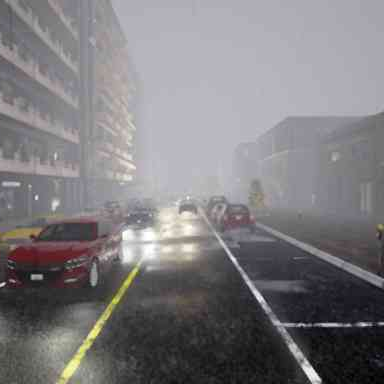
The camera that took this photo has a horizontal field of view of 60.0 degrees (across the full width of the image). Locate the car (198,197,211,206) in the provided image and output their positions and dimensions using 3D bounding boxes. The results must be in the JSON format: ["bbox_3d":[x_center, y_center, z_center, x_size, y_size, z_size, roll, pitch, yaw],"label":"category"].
[{"bbox_3d":[1.929,1.489,53.545,1.802,1.307,4.206,-1,0,-1],"label":"car"}]

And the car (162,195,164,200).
[{"bbox_3d":[-6.533,1.487,59.130,2.008,1.369,4.403,-1,0,-1],"label":"car"}]

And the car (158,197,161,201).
[{"bbox_3d":[-6.451,1.488,53.452,1.887,1.381,4.507,-1,0,-1],"label":"car"}]

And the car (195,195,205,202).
[{"bbox_3d":[1.680,1.411,70.745,1.752,1.417,4.829,-1,0,-1],"label":"car"}]

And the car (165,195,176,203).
[{"bbox_3d":[-3.982,1.373,69.370,1.882,1.535,5.008,0,0,-1],"label":"car"}]

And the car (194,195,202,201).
[{"bbox_3d":[1.518,1.417,81.929,1.887,1.381,4.507,-1,0,-1],"label":"car"}]

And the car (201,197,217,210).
[{"bbox_3d":[2.090,1.448,42.362,1.752,1.417,4.829,-1,0,-1],"label":"car"}]

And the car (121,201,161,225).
[{"bbox_3d":[-3.401,1.576,23.500,1.895,1.301,4.718,0,0,-1],"label":"car"}]

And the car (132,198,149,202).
[{"bbox_3d":[-6.213,1.407,36.421,1.967,1.590,4.097,-1,0,-1],"label":"car"}]

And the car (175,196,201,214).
[{"bbox_3d":[-0.371,1.437,34.086,2.128,1.511,4.902,0,0,-1],"label":"car"}]

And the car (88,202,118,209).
[{"bbox_3d":[-5.980,1.543,19.391,2.008,1.369,4.403,-1,0,-1],"label":"car"}]

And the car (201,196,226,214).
[{"bbox_3d":[2.253,1.254,30.838,2.192,1.841,5.009,-1,0,-1],"label":"car"}]

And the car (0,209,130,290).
[{"bbox_3d":[-3.212,1.474,9.325,1.882,1.535,5.008,0,0,-1],"label":"car"}]

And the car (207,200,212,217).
[{"bbox_3d":[2.339,1.529,25.161,1.802,1.307,4.206,-1,0,-1],"label":"car"}]

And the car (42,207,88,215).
[{"bbox_3d":[-5.949,1.527,13.544,1.752,1.417,4.829,-1,0,-1],"label":"car"}]

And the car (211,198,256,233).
[{"bbox_3d":[2.440,1.396,19.486,1.967,1.590,4.097,-1,0,-1],"label":"car"}]

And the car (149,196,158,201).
[{"bbox_3d":[-6.369,1.517,47.775,1.947,1.339,4.313,-1,0,-1],"label":"car"}]

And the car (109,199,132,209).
[{"bbox_3d":[-6.027,1.424,25.068,1.967,1.590,4.097,-1,0,-1],"label":"car"}]
